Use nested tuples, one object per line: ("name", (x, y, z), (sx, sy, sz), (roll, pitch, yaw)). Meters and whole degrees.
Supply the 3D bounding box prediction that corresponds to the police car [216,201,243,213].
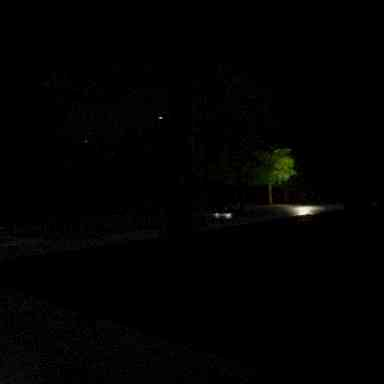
("police car", (5.181, 2.120, 45.999), (2.038, 1.542, 4.974), (-2, -2, 36))
